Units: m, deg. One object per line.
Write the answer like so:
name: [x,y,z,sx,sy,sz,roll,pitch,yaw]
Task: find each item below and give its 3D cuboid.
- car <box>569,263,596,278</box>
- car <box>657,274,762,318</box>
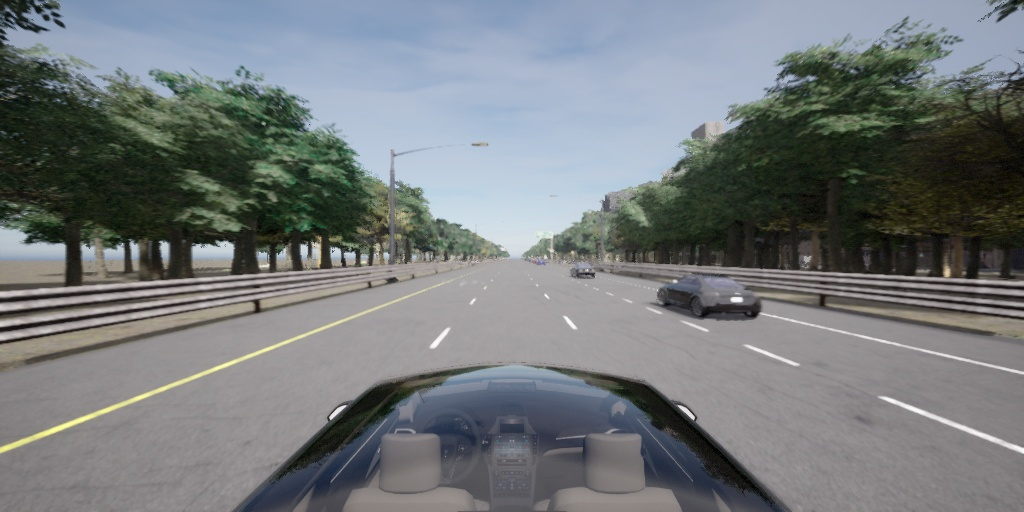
car: [7.047,1.414,36.204,2.033,1.411,5.357,0,0,0]
car: [7.002,1.342,13.178,1.994,1.385,4.181,0,0,0]
